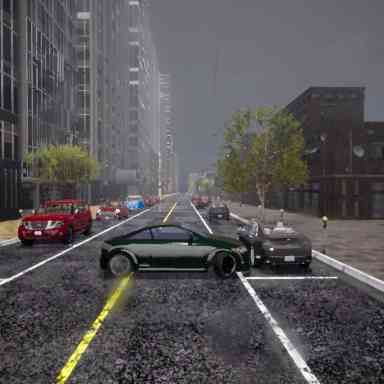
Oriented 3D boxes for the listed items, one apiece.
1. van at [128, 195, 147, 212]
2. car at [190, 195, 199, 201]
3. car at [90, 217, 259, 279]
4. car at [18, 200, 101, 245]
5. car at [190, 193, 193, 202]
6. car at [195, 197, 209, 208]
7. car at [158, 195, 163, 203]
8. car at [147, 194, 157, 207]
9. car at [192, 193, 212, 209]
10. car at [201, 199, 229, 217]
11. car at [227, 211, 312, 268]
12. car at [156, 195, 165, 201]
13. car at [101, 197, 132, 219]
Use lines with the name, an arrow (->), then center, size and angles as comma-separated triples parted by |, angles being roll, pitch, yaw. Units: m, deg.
van -> -6.651, 1.329, 38.562 | 1.690, 1.788, 3.998 | -1, 0, -1
car -> 0.608, 1.537, 83.027 | 1.947, 1.339, 4.313 | -1, 0, -1
car -> -0.457, 1.557, 9.504 | 4.181, 1.385, 1.994 | 0, 0, -1
car -> -6.173, 1.310, 15.700 | 2.192, 1.841, 5.009 | -1, 0, -1
car -> 0.884, 1.290, 71.962 | 2.192, 1.841, 5.009 | -1, 0, -1
car -> 1.445, 1.509, 50.000 | 1.752, 1.417, 4.829 | -1, 0, -1
car -> -7.350, 1.522, 66.227 | 1.887, 1.381, 4.507 | -1, 0, -1
car -> -6.932, 1.298, 49.628 | 2.192, 1.841, 5.009 | -1, 0, -1
car -> 1.586, 1.301, 44.298 | 2.192, 1.841, 5.009 | -1, 0, -1
car -> 2.041, 1.543, 26.964 | 2.008, 1.369, 4.403 | -1, 0, -1
car -> 2.561, 1.548, 11.105 | 2.008, 1.369, 4.403 | -1, 0, -1
car -> -7.767, 1.496, 82.656 | 1.752, 1.417, 4.829 | -1, 0, -1
car -> -6.362, 1.432, 26.768 | 1.967, 1.590, 4.097 | -1, 0, -1
